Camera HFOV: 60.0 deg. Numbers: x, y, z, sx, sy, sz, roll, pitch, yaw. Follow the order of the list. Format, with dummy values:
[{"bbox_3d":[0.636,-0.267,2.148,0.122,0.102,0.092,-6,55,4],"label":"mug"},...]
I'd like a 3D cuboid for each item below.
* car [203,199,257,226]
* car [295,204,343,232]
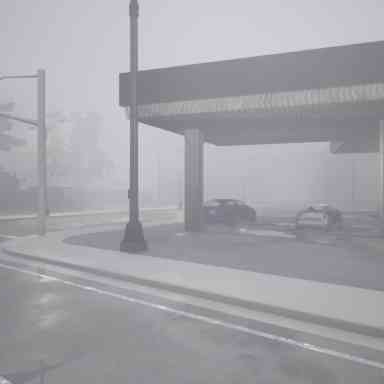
[{"bbox_3d":[2.590,1.295,22.629,2.242,1.667,4.611,0,0,37],"label":"car"},{"bbox_3d":[7.664,1.456,19.829,1.970,1.475,3.806,0,0,37],"label":"car"}]
